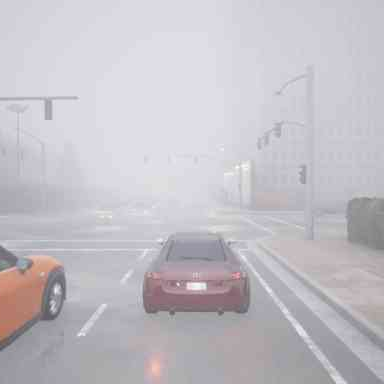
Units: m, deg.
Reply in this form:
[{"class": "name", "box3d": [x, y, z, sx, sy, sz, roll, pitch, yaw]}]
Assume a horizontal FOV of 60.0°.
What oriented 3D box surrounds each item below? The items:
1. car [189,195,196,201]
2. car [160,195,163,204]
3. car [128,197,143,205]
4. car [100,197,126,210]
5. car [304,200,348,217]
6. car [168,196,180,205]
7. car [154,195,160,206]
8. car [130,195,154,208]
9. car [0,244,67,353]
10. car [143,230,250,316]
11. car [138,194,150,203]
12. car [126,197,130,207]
[{"class": "car", "box3d": [0.132, 1.552, 84.548, 1.994, 1.385, 4.181, 0, 0, 0]}, {"class": "car", "box3d": [-6.922, 1.352, 66.085, 2.097, 1.767, 4.553, 0, 0, 1]}, {"class": "car", "box3d": [-10.460, 1.601, 61.916, 1.895, 1.301, 4.718, 0, 0, 0]}, {"class": "car", "box3d": [-10.535, 1.491, 43.467, 2.128, 1.511, 4.902, 0, 0, 1]}, {"class": "car", "box3d": [13.142, 1.547, 31.381, 4.902, 1.511, 2.128, 0, 0, 0]}, {"class": "car", "box3d": [-3.305, 1.477, 60.382, 1.882, 1.535, 5.008, 0, 0, 0]}, {"class": "car", "box3d": [-6.995, 1.505, 56.007, 1.837, 1.490, 4.892, 0, 0, 0]}, {"class": "car", "box3d": [-7.012, 1.352, 47.065, 2.097, 1.767, 4.553, 0, 0, 0]}, {"class": "car", "box3d": [-3.433, 1.352, 4.461, 2.097, 1.767, 4.553, 0, 0, 1]}, {"class": "car", "box3d": [0.089, 1.564, 7.634, 1.994, 1.385, 4.181, 0, 0, 0]}, {"class": "car", "box3d": [-10.387, 1.355, 72.246, 2.097, 1.767, 4.553, 0, 0, 0]}, {"class": "car", "box3d": [-10.507, 1.477, 52.616, 1.882, 1.535, 5.008, 0, 0, 0]}]
